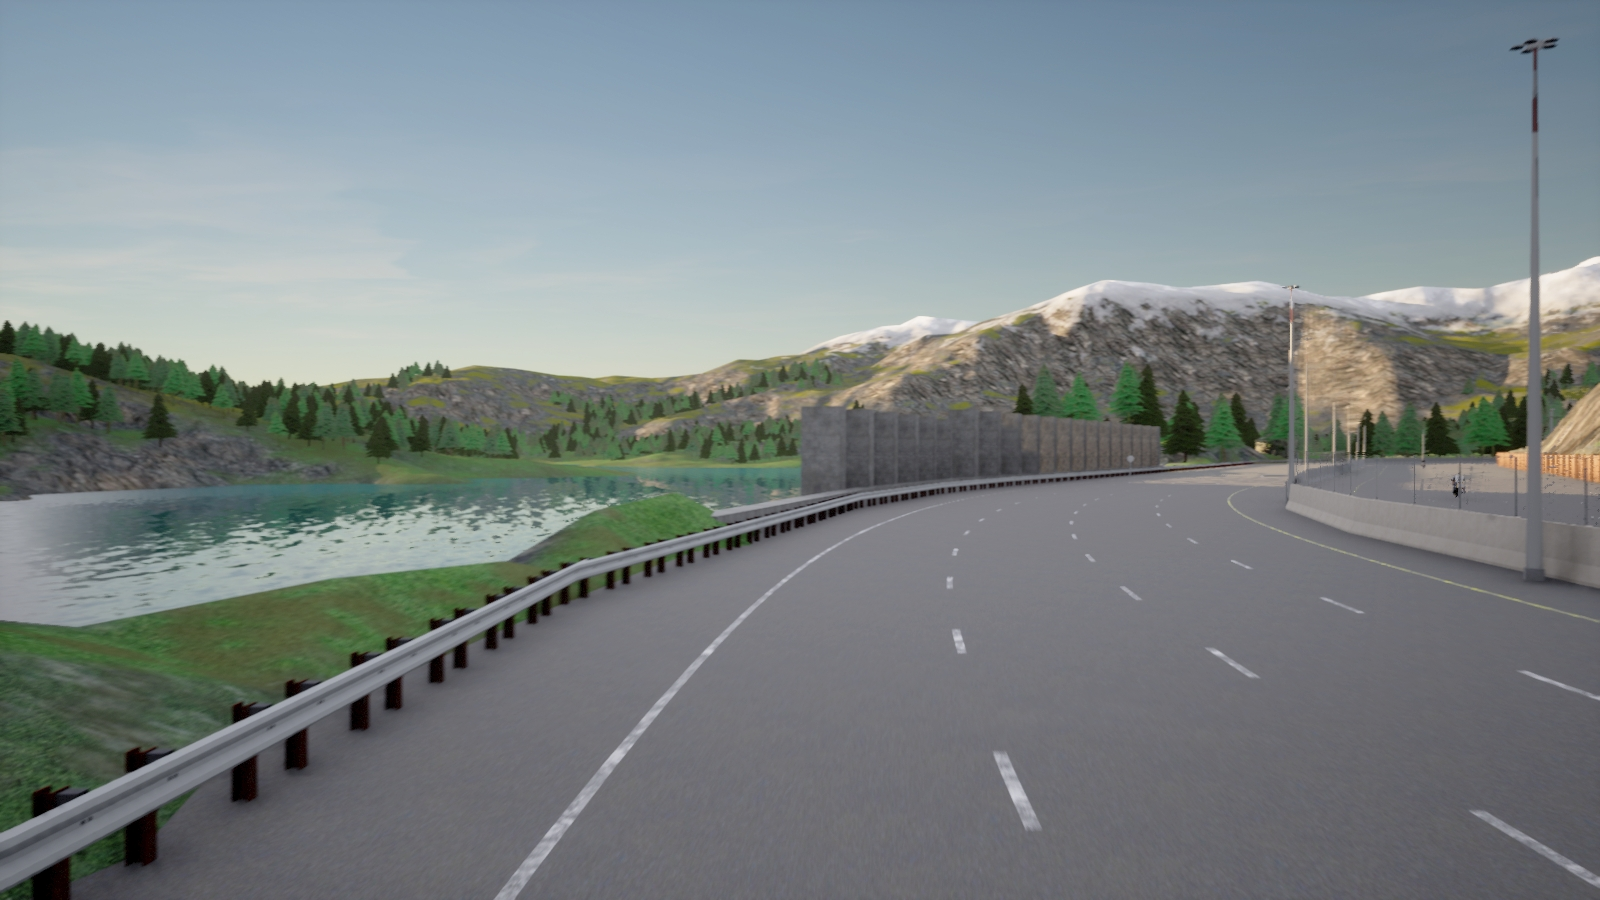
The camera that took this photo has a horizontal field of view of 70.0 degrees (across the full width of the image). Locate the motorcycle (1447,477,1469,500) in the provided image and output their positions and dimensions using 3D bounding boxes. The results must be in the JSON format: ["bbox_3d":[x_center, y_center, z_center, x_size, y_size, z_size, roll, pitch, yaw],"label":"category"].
[{"bbox_3d":[37.991,2.192,65.980,0.803,1.217,2.033,2,1,24],"label":"motorcycle"}]
